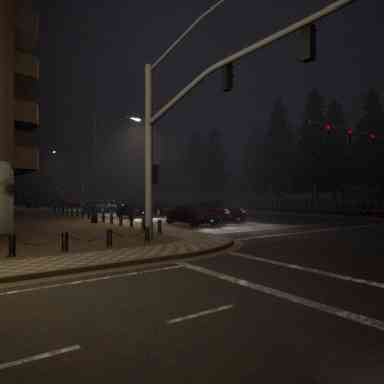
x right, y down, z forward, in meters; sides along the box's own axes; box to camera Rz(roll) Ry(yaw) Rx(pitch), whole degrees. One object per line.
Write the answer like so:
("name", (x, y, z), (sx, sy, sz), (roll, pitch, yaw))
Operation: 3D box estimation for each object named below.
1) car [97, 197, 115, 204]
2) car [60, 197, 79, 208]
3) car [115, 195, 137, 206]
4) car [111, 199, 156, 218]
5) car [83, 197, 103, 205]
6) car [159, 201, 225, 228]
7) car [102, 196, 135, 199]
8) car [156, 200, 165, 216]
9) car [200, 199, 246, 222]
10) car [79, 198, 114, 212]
("car", (-16.676, 1.655, 64.486), (1.895, 1.301, 4.718), (0, 0, -36))
("car", (-17.278, 1.532, 47.109), (1.882, 1.535, 5.008), (0, 0, -35))
("car", (-11.416, 1.406, 57.209), (2.097, 1.767, 4.553), (0, 0, -36))
("car", (-5.410, 1.619, 30.545), (1.994, 1.385, 4.181), (0, 0, -36))
("car", (-18.003, 1.655, 60.366), (1.895, 1.301, 4.718), (0, 0, -36))
("car", (-0.112, 1.580, 23.223), (1.812, 1.442, 4.674), (0, 0, -37))
("car", (-9.413, 1.602, 42.115), (2.033, 1.411, 5.357), (0, 0, -35))
("car", (-3.369, 1.546, 33.707), (2.128, 1.511, 4.902), (0, 0, -36))
("car", (2.088, 1.406, 26.124), (2.097, 1.767, 4.553), (0, 0, -36))
("car", (-11.171, 1.655, 38.562), (1.895, 1.301, 4.718), (0, 0, -36))
